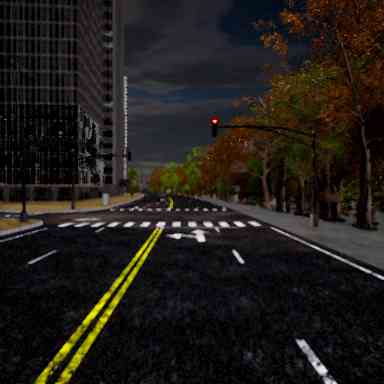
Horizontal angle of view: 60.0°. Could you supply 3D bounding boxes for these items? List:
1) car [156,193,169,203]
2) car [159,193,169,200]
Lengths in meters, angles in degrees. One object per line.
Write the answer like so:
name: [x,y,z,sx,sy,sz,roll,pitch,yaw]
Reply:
car: [-5.089,1.082,57.231,2.128,1.511,4.902,0,1,-4]
car: [-6.525,0.941,76.913,2.128,1.511,4.902,0,0,-5]
